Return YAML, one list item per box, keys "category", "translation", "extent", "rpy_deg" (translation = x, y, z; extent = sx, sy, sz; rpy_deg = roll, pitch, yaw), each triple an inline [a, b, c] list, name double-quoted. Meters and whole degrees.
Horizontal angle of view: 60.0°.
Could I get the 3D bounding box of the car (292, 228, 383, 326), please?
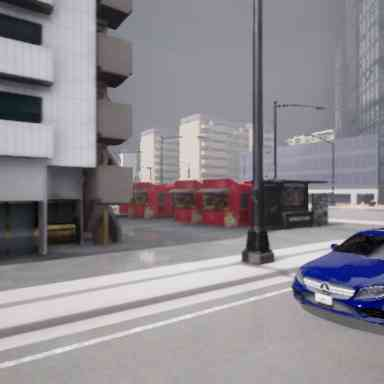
- category: "car"
  translation: [4.084, 1.516, 6.880]
  extent: [4.674, 1.442, 1.812]
  rpy_deg: [0, 0, -35]
